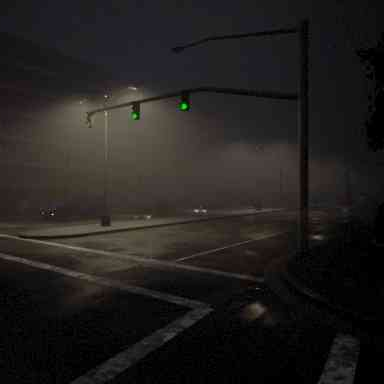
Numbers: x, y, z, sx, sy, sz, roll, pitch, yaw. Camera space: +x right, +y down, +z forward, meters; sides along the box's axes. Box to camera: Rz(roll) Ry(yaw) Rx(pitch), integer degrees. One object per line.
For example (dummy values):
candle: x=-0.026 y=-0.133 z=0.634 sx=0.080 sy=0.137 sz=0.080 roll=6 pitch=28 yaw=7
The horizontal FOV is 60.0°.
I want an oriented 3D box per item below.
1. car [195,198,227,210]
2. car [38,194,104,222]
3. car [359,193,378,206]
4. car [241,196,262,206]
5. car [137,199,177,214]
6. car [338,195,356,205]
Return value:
car: x=2.631 y=1.547 z=43.909 sx=2.033 sy=1.411 sz=5.357 roll=0 pitch=0 yaw=36
car: x=-9.535 y=1.222 z=27.117 sx=2.150 sy=2.045 sz=5.566 roll=0 pitch=0 yaw=36
car: x=28.722 y=1.221 z=54.039 sx=2.150 sy=2.045 sz=5.566 roll=0 pitch=0 yaw=36
car: x=9.605 y=1.504 z=53.442 sx=1.837 sy=1.490 sz=4.892 roll=0 pitch=0 yaw=36
car: x=-3.631 y=1.478 z=35.267 sx=1.882 sy=1.535 sz=5.008 roll=0 pitch=0 yaw=36
car: x=26.656 y=1.352 z=57.153 sx=2.097 sy=1.767 sz=4.553 roll=0 pitch=0 yaw=36
